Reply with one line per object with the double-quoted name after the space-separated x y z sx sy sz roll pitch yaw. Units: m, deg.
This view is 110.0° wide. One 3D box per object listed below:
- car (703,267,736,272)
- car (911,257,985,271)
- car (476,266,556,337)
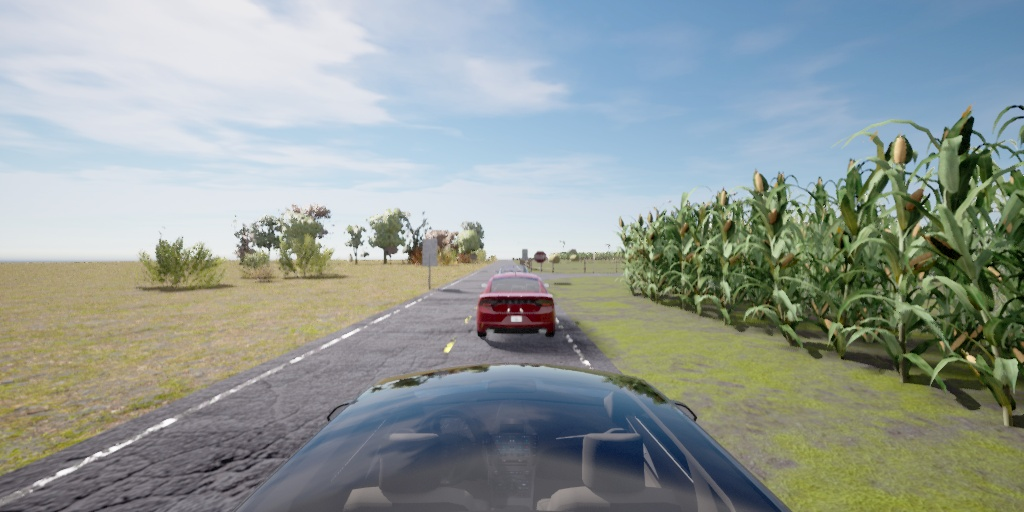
21.341 0.887 37.406 4.553 1.767 2.097 -1 -1 -1 "car"
45.804 0.834 37.732 5.357 1.411 2.033 -1 -1 0 "car"
0.096 1.221 10.281 1.882 1.535 5.008 0 0 0 "car"
